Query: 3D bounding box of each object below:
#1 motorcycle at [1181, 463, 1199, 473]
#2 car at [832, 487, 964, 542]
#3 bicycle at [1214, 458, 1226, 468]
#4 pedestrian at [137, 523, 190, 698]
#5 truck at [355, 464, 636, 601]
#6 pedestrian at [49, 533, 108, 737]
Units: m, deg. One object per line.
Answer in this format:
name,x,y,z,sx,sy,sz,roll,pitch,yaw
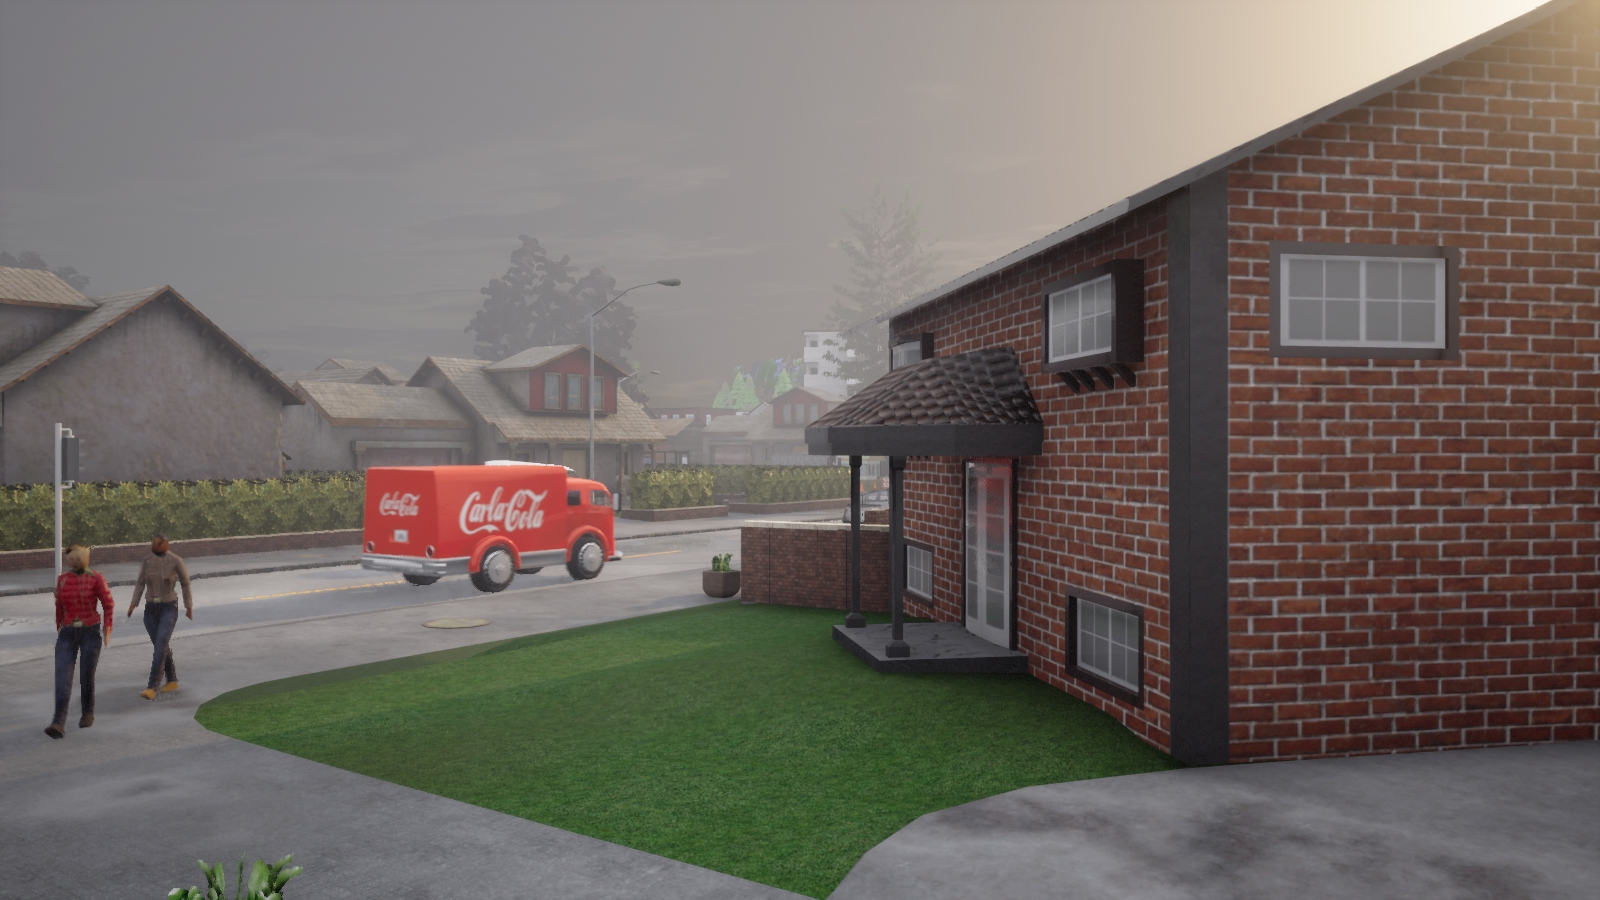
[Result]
motorcycle,47.455,2.161,139.026,2.033,1.199,0.803,0,0,35
car,3.281,2.035,37.441,2.128,1.511,4.902,0,0,35
bicycle,65.395,2.030,177.932,1.835,1.471,0.329,0,0,35
pedestrian,-6.949,1.737,12.485,0.375,1.860,0.375,0,0,0
truck,-6.188,1.549,23.857,2.627,2.467,5.204,0,0,35
pedestrian,-6.840,1.737,10.837,0.375,1.860,0.375,0,0,-15
